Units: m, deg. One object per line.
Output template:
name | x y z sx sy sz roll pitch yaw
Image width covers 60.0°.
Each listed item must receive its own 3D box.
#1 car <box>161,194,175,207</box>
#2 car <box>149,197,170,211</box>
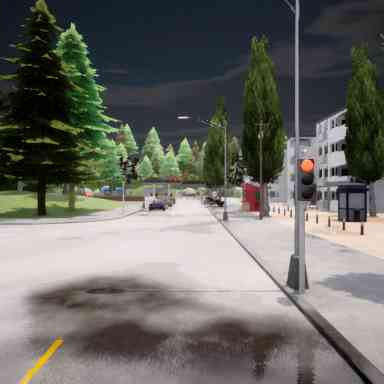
car | -4.087 1.352 50.392 2.097 1.767 4.553 0 0 0
car | -4.100 1.601 40.499 1.895 1.301 4.718 0 0 0
